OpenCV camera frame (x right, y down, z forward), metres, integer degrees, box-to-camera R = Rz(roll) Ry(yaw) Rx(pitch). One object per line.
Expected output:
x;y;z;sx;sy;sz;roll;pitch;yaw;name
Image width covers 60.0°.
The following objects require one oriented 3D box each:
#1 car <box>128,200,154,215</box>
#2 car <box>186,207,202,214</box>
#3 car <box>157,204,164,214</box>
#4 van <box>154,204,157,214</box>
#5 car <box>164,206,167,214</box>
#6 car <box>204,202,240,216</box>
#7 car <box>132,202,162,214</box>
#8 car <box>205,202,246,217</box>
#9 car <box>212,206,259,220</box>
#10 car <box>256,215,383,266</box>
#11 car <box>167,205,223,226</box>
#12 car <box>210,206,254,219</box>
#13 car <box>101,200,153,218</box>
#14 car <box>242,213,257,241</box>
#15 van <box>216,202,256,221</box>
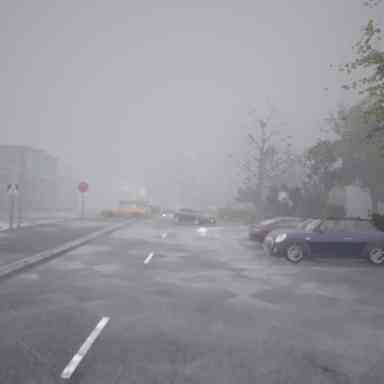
-7.318;2.069;40.531;4.553;1.767;2.185;2;-2;0;car
0.427;3.384;60.347;1.895;1.301;4.718;1;-3;14;car
-7.402;2.301;49.758;5.566;2.045;2.435;2;-2;-1;car
-7.256;2.082;43.570;4.442;1.987;1.878;2;-2;0;van
-3.583;2.875;52.759;1.994;1.385;4.181;2;-3;0;car
4.753;2.801;53.685;5.566;2.045;2.435;2;-3;-1;car
-7.482;2.696;55.699;4.553;1.767;2.185;2;-3;-1;car
4.825;2.557;48.228;5.566;2.045;2.435;2;-3;-1;car
5.103;2.497;39.848;5.366;1.575;1.946;2;-2;0;car
5.152;1.764;13.098;4.553;1.767;2.185;2;-1;0;car
0.176;2.067;28.599;1.837;1.490;4.892;1;0;-36;car
5.081;2.590;42.507;5.366;1.575;1.946;2;-2;0;car
-7.512;2.090;37.609;5.366;1.575;1.946;2;-2;0;car
5.077;1.979;16.265;4.674;1.452;2.002;2;-1;0;car
4.830;2.175;37.060;4.442;1.987;1.878;2;-2;0;van
